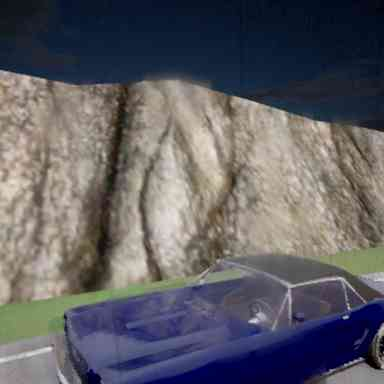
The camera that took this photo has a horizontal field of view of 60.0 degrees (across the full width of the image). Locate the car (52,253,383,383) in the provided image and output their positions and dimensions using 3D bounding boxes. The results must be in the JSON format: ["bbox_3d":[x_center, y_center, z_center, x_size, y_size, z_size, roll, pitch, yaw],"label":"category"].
[{"bbox_3d":[0.812,1.566,4.217,4.718,1.301,1.895,0,1,-30],"label":"car"}]
